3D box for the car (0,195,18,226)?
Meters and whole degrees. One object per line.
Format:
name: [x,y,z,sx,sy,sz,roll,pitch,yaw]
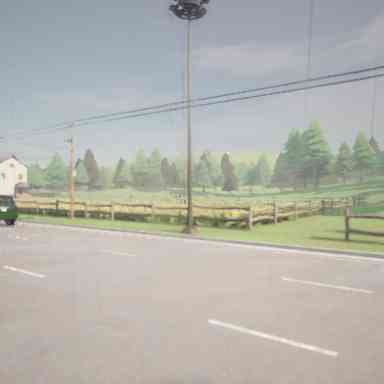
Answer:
car: [-14.043,1.232,22.608,5.566,2.045,2.150,0,0,36]
